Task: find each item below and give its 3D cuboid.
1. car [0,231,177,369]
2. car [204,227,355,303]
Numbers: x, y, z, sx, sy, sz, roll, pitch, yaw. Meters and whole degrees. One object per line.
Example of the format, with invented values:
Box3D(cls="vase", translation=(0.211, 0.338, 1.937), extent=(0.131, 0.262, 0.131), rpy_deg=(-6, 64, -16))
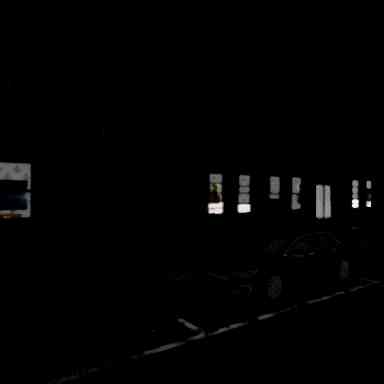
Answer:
Box3D(cls="car", translation=(-2.330, 1.444, 4.899), extent=(4.097, 1.590, 1.967), rpy_deg=(0, 0, -36))
Box3D(cls="car", translation=(2.303, 1.579, 8.205), extent=(4.403, 1.369, 2.008), rpy_deg=(0, 0, -36))
